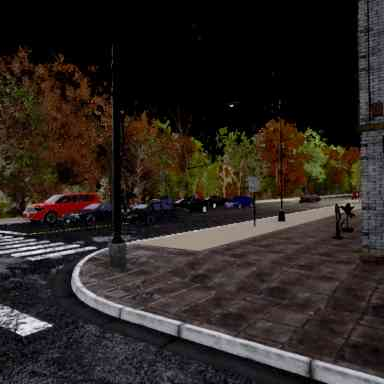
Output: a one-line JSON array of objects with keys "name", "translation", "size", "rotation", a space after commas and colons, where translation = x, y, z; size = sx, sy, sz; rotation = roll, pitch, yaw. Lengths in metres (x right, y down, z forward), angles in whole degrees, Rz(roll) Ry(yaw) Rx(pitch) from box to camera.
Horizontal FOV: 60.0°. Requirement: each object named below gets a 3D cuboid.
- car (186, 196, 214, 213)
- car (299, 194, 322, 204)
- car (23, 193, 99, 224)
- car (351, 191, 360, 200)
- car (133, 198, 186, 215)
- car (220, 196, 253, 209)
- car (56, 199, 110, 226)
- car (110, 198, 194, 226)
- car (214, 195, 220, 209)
[{"name": "car", "translation": [-0.376, 1.260, 30.483], "size": [1.837, 1.490, 4.892], "rotation": [-1, 0, 36]}, {"name": "car", "translation": [17.450, 0.996, 48.912], "size": [2.033, 1.411, 5.357], "rotation": [-1, 0, 36]}, {"name": "car", "translation": [-9.133, 1.126, 24.059], "size": [2.150, 2.045, 5.566], "rotation": [-1, 0, 36]}, {"name": "car", "translation": [31.427, 0.561, 62.442], "size": [2.097, 1.767, 4.553], "rotation": [-1, 0, 36]}, {"name": "car", "translation": [-3.056, 1.347, 32.315], "size": [2.033, 1.411, 5.357], "rotation": [-1, 0, 37]}, {"name": "car", "translation": [5.493, 1.179, 38.457], "size": [1.812, 1.442, 4.674], "rotation": [-1, 0, 36]}, {"name": "car", "translation": [-6.092, 1.402, 22.704], "size": [2.033, 1.411, 5.357], "rotation": [-1, 0, 36]}, {"name": "car", "translation": [-2.441, 1.341, 21.848], "size": [2.033, 1.411, 5.357], "rotation": [-1, 0, 36]}, {"name": "car", "translation": [2.760, 1.204, 40.218], "size": [1.837, 1.490, 4.892], "rotation": [-1, 0, 37]}]
